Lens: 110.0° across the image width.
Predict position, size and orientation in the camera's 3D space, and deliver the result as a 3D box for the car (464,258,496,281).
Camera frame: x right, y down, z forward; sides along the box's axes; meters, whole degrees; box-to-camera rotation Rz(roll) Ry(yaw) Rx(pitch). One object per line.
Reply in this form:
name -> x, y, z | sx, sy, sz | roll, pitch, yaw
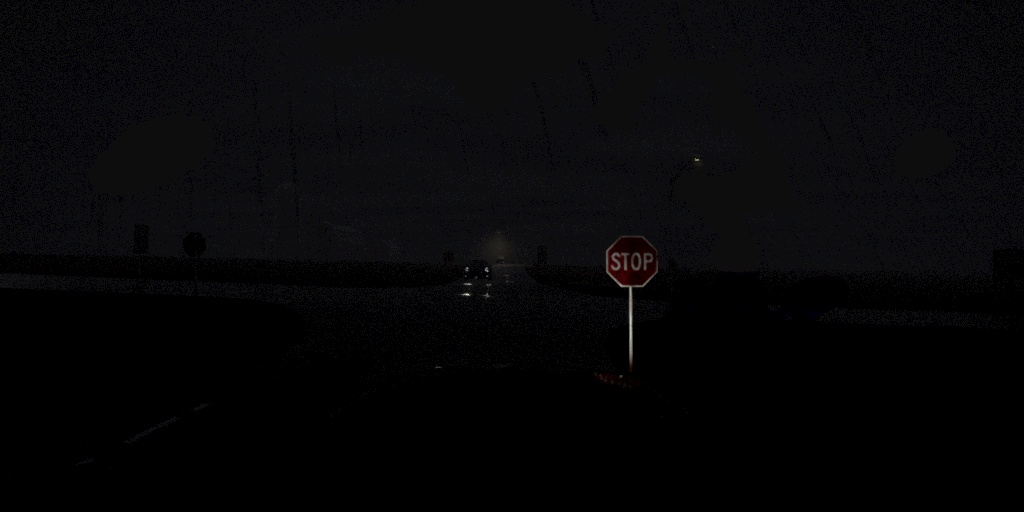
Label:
car -> -2.728, 1.070, 29.714 | 2.097, 1.767, 4.553 | 0, 0, 0
